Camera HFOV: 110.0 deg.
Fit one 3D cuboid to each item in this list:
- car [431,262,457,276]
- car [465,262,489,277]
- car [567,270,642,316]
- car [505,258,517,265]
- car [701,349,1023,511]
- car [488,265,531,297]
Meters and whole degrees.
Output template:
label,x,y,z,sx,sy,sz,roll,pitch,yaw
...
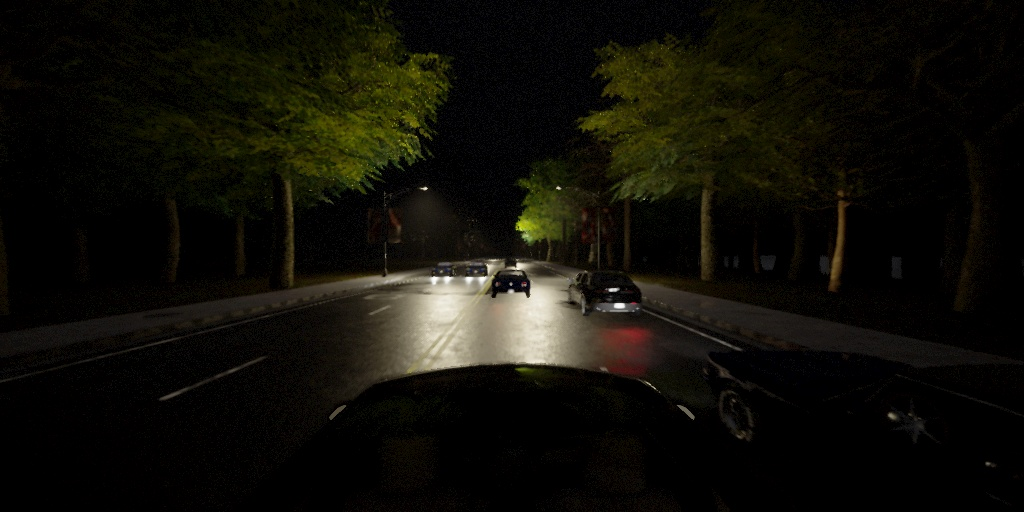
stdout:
label,x,y,z,sx,sy,sz,roll,pitch,yaw
car,-6.627,1.277,35.570,1.994,1.385,4.181,0,0,0
car,-3.375,1.277,35.408,1.994,1.385,4.181,0,0,0
car,3.235,1.257,13.239,1.837,1.490,4.892,0,0,0
car,-0.198,1.098,55.657,2.128,1.511,4.902,0,0,-1
car,3.250,1.351,2.258,1.895,1.301,4.718,0,0,0
car,-0.049,1.352,18.929,1.895,1.301,4.718,0,0,0
